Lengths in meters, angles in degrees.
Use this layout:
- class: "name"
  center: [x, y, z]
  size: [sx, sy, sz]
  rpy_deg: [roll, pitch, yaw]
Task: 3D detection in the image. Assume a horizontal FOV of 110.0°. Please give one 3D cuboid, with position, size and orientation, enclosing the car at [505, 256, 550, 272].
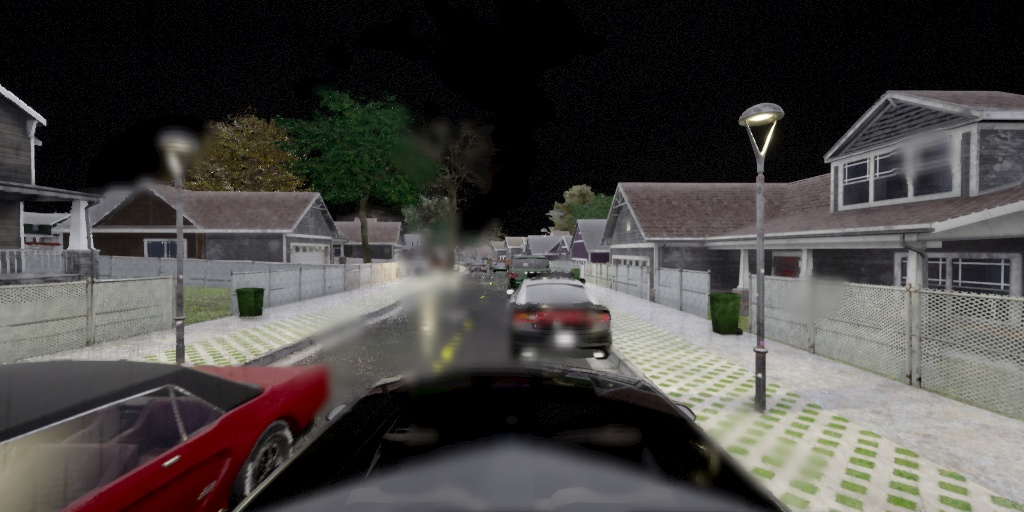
- class: "car"
  center: [0.841, 1.001, 18.490]
  size: [2.150, 2.045, 5.566]
  rpy_deg: [0, 0, -1]

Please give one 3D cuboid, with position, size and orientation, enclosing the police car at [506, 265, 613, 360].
- class: "police car"
  center: [0.896, 1.180, 8.516]
  size: [1.930, 1.638, 5.238]
  rpy_deg: [0, 0, 0]

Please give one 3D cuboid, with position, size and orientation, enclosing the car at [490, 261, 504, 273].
- class: "car"
  center: [-1.522, 1.477, 47.483]
  size: [1.994, 1.385, 4.181]
  rpy_deg: [0, 0, -4]

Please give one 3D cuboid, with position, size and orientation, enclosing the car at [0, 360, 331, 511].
- class: "car"
  center: [-2.848, 1.351, 1.541]
  size: [1.895, 1.301, 4.718]
  rpy_deg: [0, 0, 0]

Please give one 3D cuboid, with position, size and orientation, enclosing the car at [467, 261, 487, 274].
- class: "car"
  center: [-4.154, 1.459, 44.448]
  size: [1.994, 1.385, 4.181]
  rpy_deg: [0, 0, -5]
